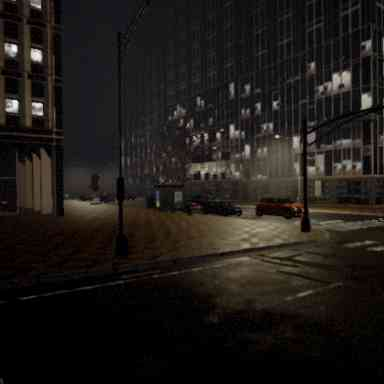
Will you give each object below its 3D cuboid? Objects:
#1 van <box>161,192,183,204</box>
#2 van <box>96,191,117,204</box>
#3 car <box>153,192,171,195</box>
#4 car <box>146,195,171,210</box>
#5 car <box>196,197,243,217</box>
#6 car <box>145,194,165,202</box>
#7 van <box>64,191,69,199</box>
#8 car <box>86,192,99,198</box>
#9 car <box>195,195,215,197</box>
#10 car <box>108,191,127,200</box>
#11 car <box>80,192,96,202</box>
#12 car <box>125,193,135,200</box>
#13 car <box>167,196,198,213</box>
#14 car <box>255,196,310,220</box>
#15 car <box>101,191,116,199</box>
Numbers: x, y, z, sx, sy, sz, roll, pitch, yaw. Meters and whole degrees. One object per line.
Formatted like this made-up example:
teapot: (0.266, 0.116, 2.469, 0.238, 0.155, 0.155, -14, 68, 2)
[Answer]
van: (-3.218, 0.859, 52.885, 1.690, 1.788, 3.998, -1, 1, -34)
van: (-13.343, 0.942, 52.854, 1.690, 1.788, 3.998, 0, 1, -34)
car: (-4.079, 1.180, 43.887, 1.837, 1.490, 4.892, -1, 1, -34)
car: (-3.772, 1.324, 38.748, 1.947, 1.339, 4.313, -1, 1, -34)
car: (2.576, 1.428, 29.317, 1.947, 1.339, 4.313, -1, 1, -34)
car: (-6.423, 1.047, 57.582, 1.802, 1.307, 4.206, -1, 1, -34)
van: (-29.371, 0.672, 76.322, 1.690, 1.788, 3.998, 0, 1, -34)
car: (-25.656, 0.693, 85.742, 2.008, 1.369, 4.403, 0, 1, -34)
car: (1.756, 1.121, 35.323, 2.097, 1.767, 4.553, -1, 1, -34)
car: (-16.040, 0.619, 71.659, 2.192, 1.841, 5.009, 0, 1, -34)
car: (-19.755, 1.044, 62.244, 2.008, 1.369, 4.403, 0, 1, -34)
car: (-12.834, 0.940, 66.969, 1.802, 1.307, 4.206, 0, 1, -34)
car: (-0.615, 1.392, 34.022, 1.802, 1.307, 4.206, -1, 1, -34)
car: (7.330, 1.211, 27.159, 2.097, 1.767, 4.553, -1, 1, -34)
car: (-19.245, 0.690, 76.354, 1.967, 1.590, 4.097, 0, 1, -34)
